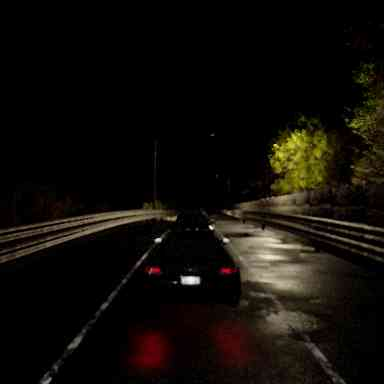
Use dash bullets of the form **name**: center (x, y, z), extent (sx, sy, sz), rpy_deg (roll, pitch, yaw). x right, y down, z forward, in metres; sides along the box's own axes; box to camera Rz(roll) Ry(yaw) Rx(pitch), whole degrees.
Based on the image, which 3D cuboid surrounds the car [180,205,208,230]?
- **car**: center (0.194, 1.967, 26.485), extent (2.097, 1.767, 4.553), rpy_deg (0, -3, 1)

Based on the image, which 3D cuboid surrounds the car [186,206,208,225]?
- **car**: center (0.527, 2.352, 34.020), extent (2.097, 1.767, 4.553), rpy_deg (0, -3, 2)

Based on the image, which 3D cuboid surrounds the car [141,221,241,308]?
- **car**: center (0.004, 1.613, 8.078), extent (1.994, 1.385, 4.181), rpy_deg (0, -1, 1)

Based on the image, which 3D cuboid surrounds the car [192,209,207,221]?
- **car**: center (1.129, 3.102, 45.808), extent (1.882, 1.535, 5.008), rpy_deg (0, -3, 4)

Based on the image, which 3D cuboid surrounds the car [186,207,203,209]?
- **car**: center (0.080, 1.861, 20.723), extent (2.128, 1.511, 4.902), rpy_deg (0, -2, 1)

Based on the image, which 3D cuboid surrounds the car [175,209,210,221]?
- **car**: center (0.019, 1.687, 14.733), extent (1.837, 1.490, 4.892), rpy_deg (0, -2, 0)
